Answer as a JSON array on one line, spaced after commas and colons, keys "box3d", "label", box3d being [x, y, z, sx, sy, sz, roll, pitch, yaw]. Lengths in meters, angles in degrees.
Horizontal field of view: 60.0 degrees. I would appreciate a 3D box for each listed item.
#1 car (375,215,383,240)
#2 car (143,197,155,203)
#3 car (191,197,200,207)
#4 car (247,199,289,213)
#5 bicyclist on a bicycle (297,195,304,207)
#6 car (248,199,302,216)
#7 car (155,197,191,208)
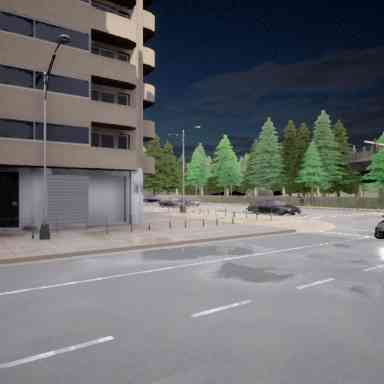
[{"box3d": [10.317, 1.562, 16.003, 1.994, 1.385, 4.181, 0, 0, 39], "label": "car"}, {"box3d": [-7.164, 1.545, 64.439, 4.718, 1.301, 1.895, 0, 0, 31], "label": "car"}, {"box3d": [-0.781, 1.436, 49.397, 2.128, 1.511, 4.902, 0, 0, -41], "label": "car"}, {"box3d": [8.359, 1.509, 36.872, 1.994, 1.385, 4.181, 0, 0, -35], "label": "car"}, {"box3d": [15.139, 1.245, 46.444, 1.656, 1.620, 0.582, 0, 0, -35], "label": "bicyclist on a bicycle"}, {"box3d": [7.734, 1.492, 31.636, 2.033, 1.411, 5.357, 0, 0, -34], "label": "car"}, {"box3d": [-2.695, 1.470, 46.232, 1.812, 1.442, 4.674, 0, 0, -39], "label": "car"}]
